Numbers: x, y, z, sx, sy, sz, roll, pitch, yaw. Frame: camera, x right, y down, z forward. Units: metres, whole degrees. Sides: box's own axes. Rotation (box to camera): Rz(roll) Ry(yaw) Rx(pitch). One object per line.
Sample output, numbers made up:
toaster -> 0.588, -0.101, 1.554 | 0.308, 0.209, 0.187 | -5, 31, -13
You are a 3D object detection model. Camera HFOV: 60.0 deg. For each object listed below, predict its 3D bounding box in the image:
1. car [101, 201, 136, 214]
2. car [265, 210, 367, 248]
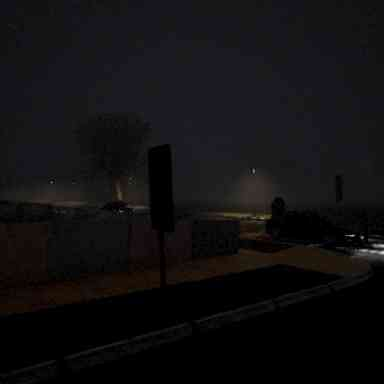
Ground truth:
car -> -7.393, 1.687, 33.069 | 1.837, 1.490, 4.892 | -4, 3, -38
car -> 5.859, 1.709, 16.271 | 1.837, 1.490, 4.892 | -4, 3, -38
